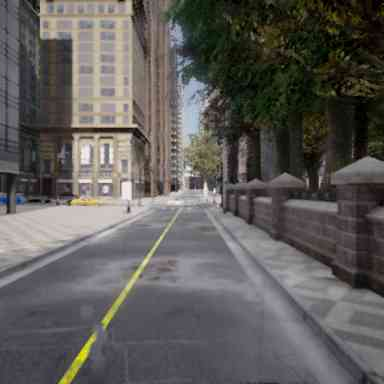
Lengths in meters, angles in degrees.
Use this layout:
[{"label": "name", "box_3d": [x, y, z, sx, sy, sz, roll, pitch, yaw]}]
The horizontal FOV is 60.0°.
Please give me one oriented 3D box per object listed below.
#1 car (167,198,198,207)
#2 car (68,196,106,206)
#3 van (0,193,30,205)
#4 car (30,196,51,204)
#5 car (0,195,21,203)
[{"label": "car", "box_3d": [-1.358, 1.575, 50.860, 4.718, 1.301, 1.895, 0, 0, 0]}, {"label": "car", "box_3d": [-14.920, 1.367, 48.190, 4.829, 1.417, 1.752, 1, -1, 0]}, {"label": "van", "box_3d": [-26.328, 1.061, 48.262, 3.998, 1.788, 1.690, 1, -1, 0]}, {"label": "car", "box_3d": [-26.287, 1.279, 56.786, 4.313, 1.339, 1.947, 1, -1, 0]}, {"label": "car", "box_3d": [-31.903, 1.188, 56.822, 4.507, 1.381, 1.887, 1, -1, 0]}]
